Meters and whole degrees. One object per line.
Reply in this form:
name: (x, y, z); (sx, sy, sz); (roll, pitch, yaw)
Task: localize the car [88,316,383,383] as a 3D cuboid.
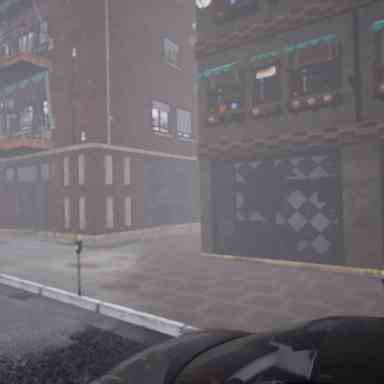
car: (1.095, 1.568, 2.110); (4.313, 1.339, 1.947); (-1, -1, 36)
